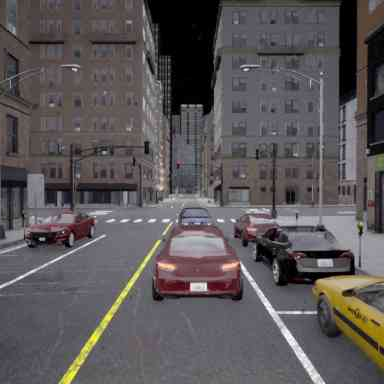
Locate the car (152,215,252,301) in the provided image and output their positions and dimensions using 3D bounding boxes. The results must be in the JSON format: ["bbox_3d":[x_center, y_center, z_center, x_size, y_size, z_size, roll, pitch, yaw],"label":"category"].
[{"bbox_3d":[0.103,1.524,8.210,1.812,1.442,4.674,0,0,0],"label":"car"}]

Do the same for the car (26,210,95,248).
[{"bbox_3d":[-5.671,1.540,14.828,1.887,1.381,4.507,-1,0,0],"label":"car"}]

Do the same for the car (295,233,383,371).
[{"bbox_3d":[2.868,1.524,3.825,1.752,1.417,4.829,-1,0,0],"label":"car"}]

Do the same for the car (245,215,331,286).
[{"bbox_3d":[2.871,1.563,9.241,1.947,1.339,4.313,-1,0,0],"label":"car"}]

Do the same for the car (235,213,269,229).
[{"bbox_3d":[2.874,1.578,14.827,1.802,1.307,4.206,-1,0,0],"label":"car"}]

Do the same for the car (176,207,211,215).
[{"bbox_3d":[0.141,1.542,18.231,2.033,1.411,5.357,0,0,-3],"label":"car"}]
